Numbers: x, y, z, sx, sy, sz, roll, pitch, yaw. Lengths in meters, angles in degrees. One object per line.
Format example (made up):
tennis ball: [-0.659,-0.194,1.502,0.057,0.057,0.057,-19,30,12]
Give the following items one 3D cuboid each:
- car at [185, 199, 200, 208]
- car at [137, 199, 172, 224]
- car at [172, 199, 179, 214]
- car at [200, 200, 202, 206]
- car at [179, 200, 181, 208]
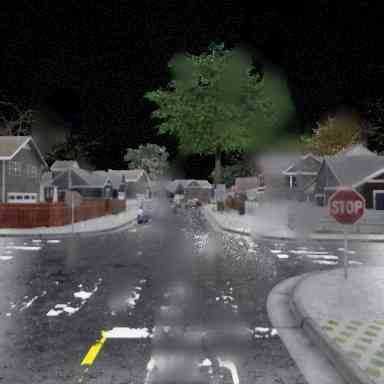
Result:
car: [-0.138,1.996,56.609,2.033,1.411,5.357,0,-1,1]
car: [-2.913,1.476,25.745,2.097,1.767,4.553,0,-1,0]
car: [-2.945,1.618,39.605,2.097,1.767,4.553,0,-1,0]
car: [0.738,2.066,67.207,1.882,1.535,5.008,0,-1,12]
car: [-2.852,1.958,56.983,1.837,1.490,4.892,0,-1,2]
